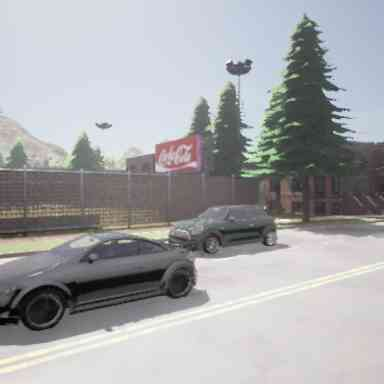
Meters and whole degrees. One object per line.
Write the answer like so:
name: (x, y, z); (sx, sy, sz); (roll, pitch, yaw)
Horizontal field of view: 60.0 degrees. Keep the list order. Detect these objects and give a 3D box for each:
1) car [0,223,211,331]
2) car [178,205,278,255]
car: (-1.921, 1.558, 6.877); (4.181, 1.385, 1.994); (0, 0, -35)
car: (1.301, 1.335, 13.406); (4.553, 1.767, 2.097); (0, 0, -34)
